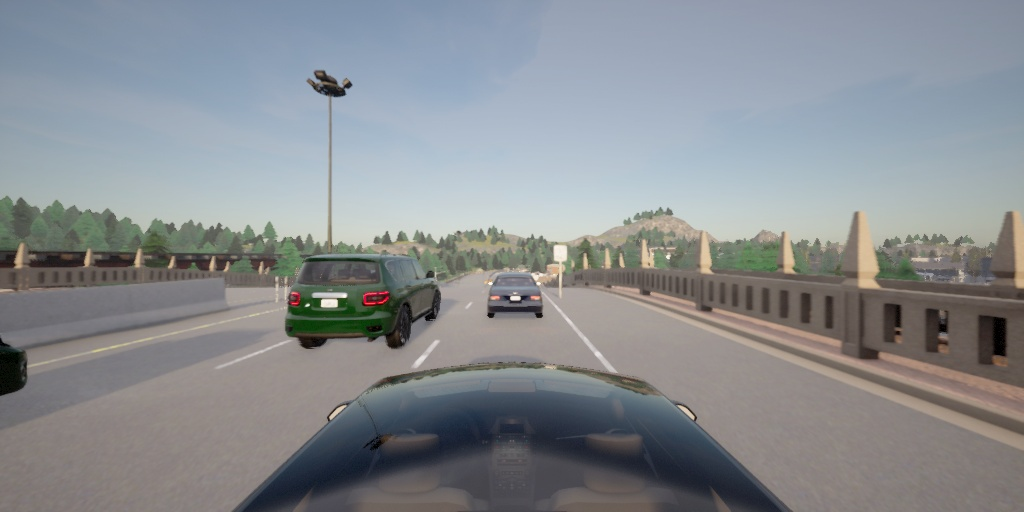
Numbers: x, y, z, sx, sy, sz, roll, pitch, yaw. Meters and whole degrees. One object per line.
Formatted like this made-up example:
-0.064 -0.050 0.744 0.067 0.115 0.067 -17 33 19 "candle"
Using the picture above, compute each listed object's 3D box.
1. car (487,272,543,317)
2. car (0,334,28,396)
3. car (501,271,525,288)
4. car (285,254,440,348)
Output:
0.097 1.305 13.136 2.033 1.411 5.357 0 0 0 "car"
-6.900 0.972 1.822 2.150 2.045 5.566 0 0 0 "car"
0.093 2.324 35.149 2.128 1.511 4.902 0 -5 0 "car"
-3.401 0.974 9.360 2.150 2.045 5.566 0 0 0 "car"
